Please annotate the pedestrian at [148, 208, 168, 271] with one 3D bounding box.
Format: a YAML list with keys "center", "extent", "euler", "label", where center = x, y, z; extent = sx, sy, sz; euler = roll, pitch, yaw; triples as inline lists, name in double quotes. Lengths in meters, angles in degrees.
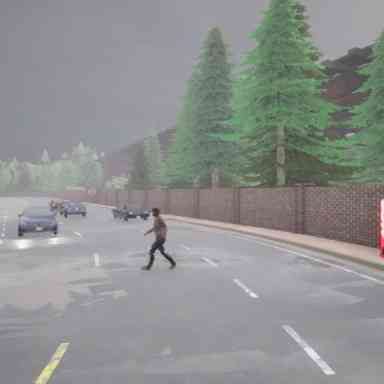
- center: [-0.972, 1.294, 9.390]
  extent: [0.375, 1.860, 0.375]
  euler: [0, 0, -14]
  label: "pedestrian"

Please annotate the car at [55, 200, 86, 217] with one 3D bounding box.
- center: [-11.185, 1.547, 31.050]
  extent: [2.033, 1.411, 5.357]
  euler: [0, 0, -28]
  label: "car"

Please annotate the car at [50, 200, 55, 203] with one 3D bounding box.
- center: [-16.707, 1.601, 41.242]
  extent: [1.895, 1.301, 4.718]
  euler: [0, 0, -28]
  label: "car"

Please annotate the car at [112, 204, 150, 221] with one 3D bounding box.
- center: [-5.099, 1.601, 27.121]
  extent: [1.895, 1.301, 4.718]
  euler: [0, 0, -28]
  label: "car"

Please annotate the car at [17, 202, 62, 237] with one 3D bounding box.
- center: [-8.475, 1.525, 18.233]
  extent: [1.812, 1.442, 4.674]
  euler: [0, 0, -27]
  label: "car"

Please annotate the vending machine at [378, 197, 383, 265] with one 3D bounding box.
- center: [6.508, 1.195, 10.191]
  extent: [1.100, 2.100, 0.880]
  euler: [0, 0, -12]
  label: "vending machine"
